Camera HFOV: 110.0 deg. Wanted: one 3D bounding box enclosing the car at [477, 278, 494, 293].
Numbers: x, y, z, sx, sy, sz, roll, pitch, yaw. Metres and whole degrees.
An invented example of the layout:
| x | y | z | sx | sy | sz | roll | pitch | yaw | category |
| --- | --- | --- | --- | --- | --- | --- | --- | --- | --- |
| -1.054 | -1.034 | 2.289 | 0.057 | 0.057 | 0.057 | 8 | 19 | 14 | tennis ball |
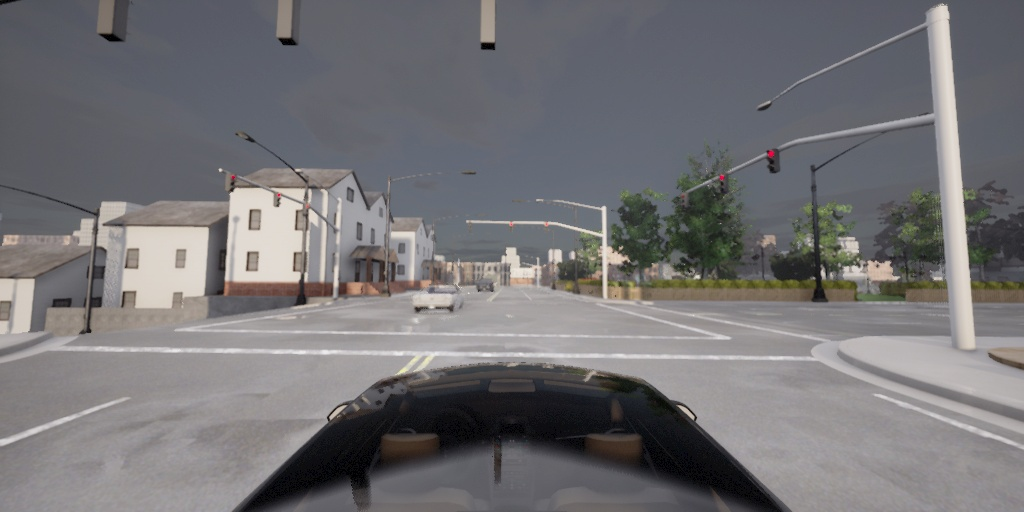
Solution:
| x | y | z | sx | sy | sz | roll | pitch | yaw | category |
| --- | --- | --- | --- | --- | --- | --- | --- | --- | --- |
| -3.658 | 4.138 | 50.073 | 2.150 | 2.045 | 5.566 | 0 | -3 | 0 | car |

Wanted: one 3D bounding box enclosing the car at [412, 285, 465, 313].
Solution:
| x | y | z | sx | sy | sz | roll | pitch | yaw | category |
| --- | --- | --- | --- | --- | --- | --- | --- | --- | --- |
| -3.550 | 2.128 | 18.092 | 1.895 | 1.301 | 4.718 | 0 | -4 | 0 | car |
